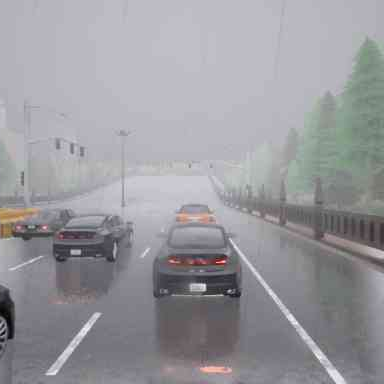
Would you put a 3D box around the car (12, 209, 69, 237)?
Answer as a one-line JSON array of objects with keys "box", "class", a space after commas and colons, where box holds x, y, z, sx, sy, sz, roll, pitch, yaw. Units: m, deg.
[{"box": [-6.868, 1.547, 16.751, 2.033, 1.411, 5.357, 0, 0, 0], "class": "car"}]

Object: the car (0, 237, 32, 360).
[{"box": [-3.395, 1.492, 2.739, 2.128, 1.511, 4.902, 0, 0, 0], "class": "car"}]

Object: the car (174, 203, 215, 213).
[{"box": [0.133, 1.352, 17.536, 2.097, 1.767, 4.553, 0, 0, 0], "class": "car"}]

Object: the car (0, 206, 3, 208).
[{"box": [-13.960, 1.331, 21.127, 2.128, 1.511, 4.902, 0, 0, 0], "class": "car"}]

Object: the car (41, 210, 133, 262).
[{"box": [-3.376, 1.505, 12.092, 1.837, 1.490, 4.892, 0, 0, 0], "class": "car"}]

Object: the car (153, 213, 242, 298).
[{"box": [0.116, 1.505, 8.522, 1.837, 1.490, 4.892, 0, 0, 0], "class": "car"}]
